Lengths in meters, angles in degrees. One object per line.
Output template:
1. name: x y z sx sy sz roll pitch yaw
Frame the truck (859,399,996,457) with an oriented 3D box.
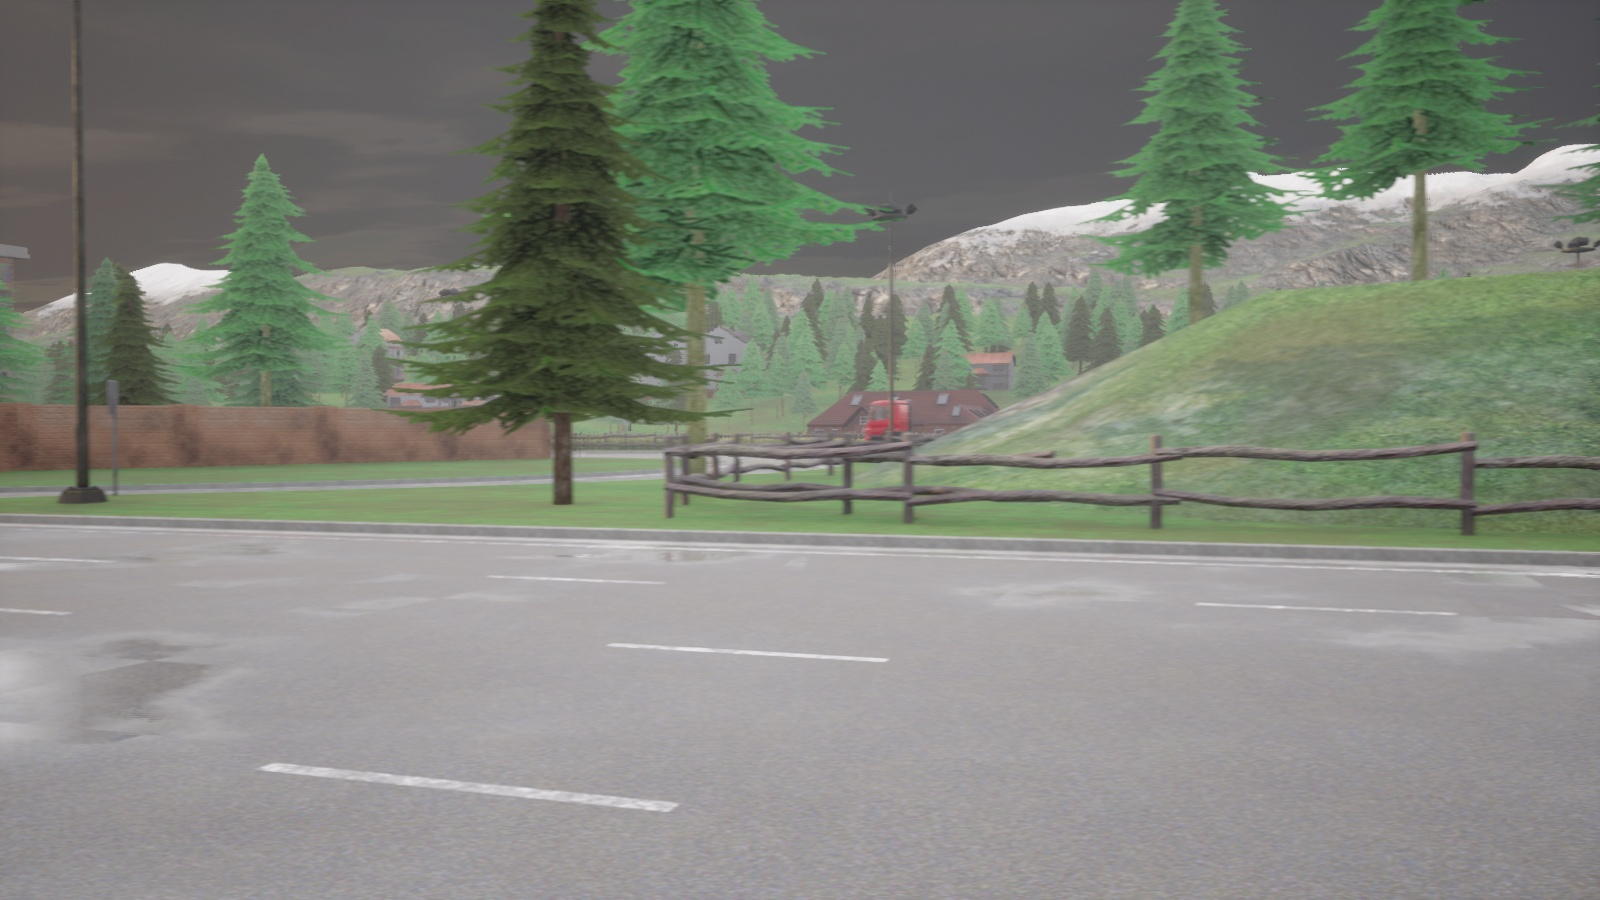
1. truck: 7.894 -1.376 77.671 7.936 3.462 2.891 1 1 19
